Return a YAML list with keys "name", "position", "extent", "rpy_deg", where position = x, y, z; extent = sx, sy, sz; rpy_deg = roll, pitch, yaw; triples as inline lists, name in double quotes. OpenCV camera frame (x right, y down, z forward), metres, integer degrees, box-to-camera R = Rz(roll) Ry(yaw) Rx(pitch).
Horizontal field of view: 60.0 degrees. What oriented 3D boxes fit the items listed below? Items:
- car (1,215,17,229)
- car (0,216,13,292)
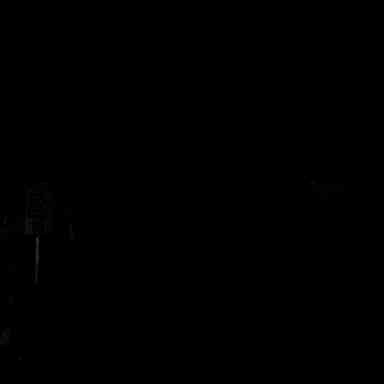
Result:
- name: "car"
  position: [-20.215, 3.222, 36.291]
  extent: [2.033, 1.411, 5.357]
  rpy_deg: [2, -3, -26]
- name: "car"
  position: [-6.540, 1.740, 9.659]
  extent: [2.097, 1.767, 4.553]
  rpy_deg: [2, -3, -28]
